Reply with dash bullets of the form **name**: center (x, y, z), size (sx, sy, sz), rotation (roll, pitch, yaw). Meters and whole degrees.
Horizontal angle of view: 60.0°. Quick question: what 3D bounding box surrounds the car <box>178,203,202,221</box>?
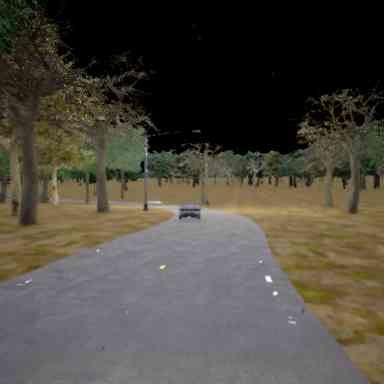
- **car**: center (-0.107, 1.683, 29.186), size (2.033, 1.411, 5.357), rotation (0, -1, 3)

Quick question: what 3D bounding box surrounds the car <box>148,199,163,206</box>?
- **car**: center (-7.577, 2.192, 68.934), size (1.895, 1.301, 4.718), rotation (-1, 0, -24)
